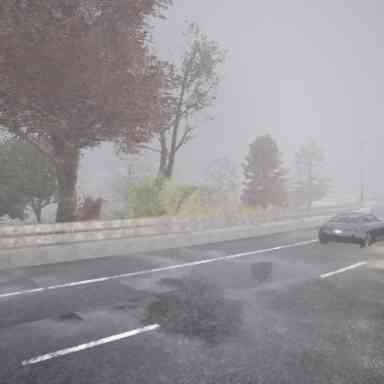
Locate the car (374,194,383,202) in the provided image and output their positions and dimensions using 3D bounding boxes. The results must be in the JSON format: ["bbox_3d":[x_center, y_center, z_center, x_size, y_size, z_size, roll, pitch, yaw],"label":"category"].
[{"bbox_3d":[42.674,1.305,76.124,2.097,1.767,4.553,0,0,6],"label":"car"}]

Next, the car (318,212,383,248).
[{"bbox_3d":[7.455,1.594,15.058,4.181,1.385,1.994,0,0,-44],"label":"car"}]

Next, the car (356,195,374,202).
[{"bbox_3d":[39.216,1.484,76.670,2.128,1.511,4.902,0,0,6],"label":"car"}]
